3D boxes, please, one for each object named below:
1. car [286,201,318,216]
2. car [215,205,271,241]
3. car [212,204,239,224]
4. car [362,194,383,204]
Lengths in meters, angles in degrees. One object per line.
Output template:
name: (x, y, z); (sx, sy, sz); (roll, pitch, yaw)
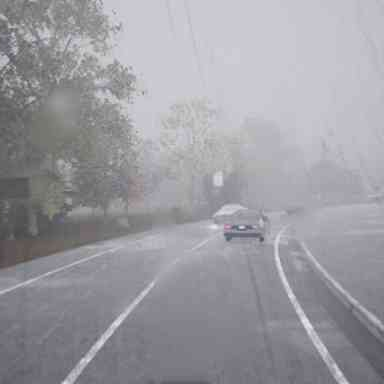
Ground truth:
car: (11.288, 1.609, 33.917); (2.033, 1.411, 5.357); (-4, -2, 35)
car: (2.921, 1.607, 16.948); (2.033, 1.411, 5.357); (-1, -1, 17)
car: (3.174, 1.726, 26.660); (1.812, 1.442, 4.674); (-2, -1, 27)
car: (30.817, 1.131, 56.461); (4.674, 1.442, 1.812); (-4, -2, -34)
